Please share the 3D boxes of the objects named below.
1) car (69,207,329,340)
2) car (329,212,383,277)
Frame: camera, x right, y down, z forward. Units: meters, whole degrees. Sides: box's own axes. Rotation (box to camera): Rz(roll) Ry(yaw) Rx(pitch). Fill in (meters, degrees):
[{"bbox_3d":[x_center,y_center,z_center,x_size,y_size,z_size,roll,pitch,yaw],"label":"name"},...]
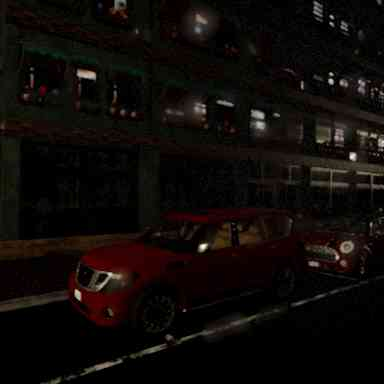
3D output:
[{"bbox_3d":[0.250,1.291,6.712,5.009,1.841,2.192,0,1,-35],"label":"car"},{"bbox_3d":[4.889,1.382,10.024,4.097,1.590,1.967,0,1,-35],"label":"car"}]
